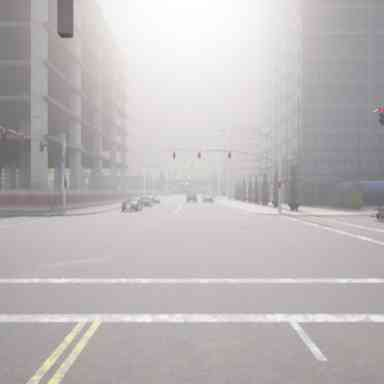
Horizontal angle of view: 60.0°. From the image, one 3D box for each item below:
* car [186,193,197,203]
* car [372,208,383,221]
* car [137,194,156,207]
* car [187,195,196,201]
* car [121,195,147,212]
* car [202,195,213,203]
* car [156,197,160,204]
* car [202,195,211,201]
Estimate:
[{"bbox_3d":[-0.057,1.214,69.488,2.150,2.045,5.566,0,0,0],"label":"car"},{"bbox_3d":[16.348,1.489,25.300,4.902,1.511,2.128,0,0,0],"label":"car"},{"bbox_3d":[-7.121,1.500,50.720,1.837,1.490,4.892,0,0,0],"label":"car"},{"bbox_3d":[-0.066,1.427,80.110,2.033,1.411,5.357,0,0,0],"label":"car"},{"bbox_3d":[-7.120,1.487,39.753,2.128,1.511,4.902,0,0,0],"label":"car"},{"bbox_3d":[3.443,1.515,70.070,1.812,1.442,4.674,0,0,0],"label":"car"},{"bbox_3d":[-7.104,1.556,63.043,1.994,1.385,4.181,0,0,0],"label":"car"},{"bbox_3d":[3.434,1.387,80.113,1.837,1.490,4.892,0,0,0],"label":"car"}]
